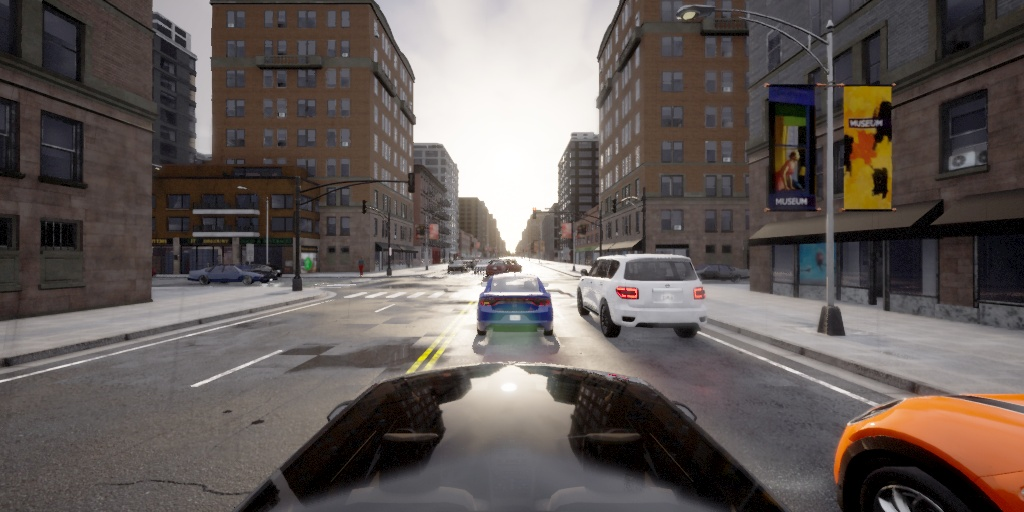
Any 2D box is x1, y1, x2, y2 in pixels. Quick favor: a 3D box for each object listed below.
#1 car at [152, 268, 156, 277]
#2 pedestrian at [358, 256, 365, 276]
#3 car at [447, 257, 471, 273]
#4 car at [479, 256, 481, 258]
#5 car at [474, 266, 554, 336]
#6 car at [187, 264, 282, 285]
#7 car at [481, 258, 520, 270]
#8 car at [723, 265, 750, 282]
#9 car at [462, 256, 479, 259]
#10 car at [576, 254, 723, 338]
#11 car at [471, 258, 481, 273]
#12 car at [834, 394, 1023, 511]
[{"bbox_3d":[-33.135,1.344,30.844,4.207,1.307,1.802,0,0,0],"label":"car"},{"bbox_3d":[-14.129,0.920,33.615,0.375,1.860,0.375,0,0,0],"label":"pedestrian"},{"bbox_3d":[-6.577,1.226,43.408,1.882,1.535,5.008,0,0,0],"label":"car"},{"bbox_3d":[-6.535,0.965,64.208,2.150,2.045,5.566,0,0,0],"label":"car"},{"bbox_3d":[0.085,1.228,10.491,1.882,1.535,5.008,0,0,0],"label":"car"},{"bbox_3d":[-19.638,1.291,25.283,5.357,1.411,2.033,0,0,0],"label":"car"},{"bbox_3d":[-0.644,1.103,33.815,2.097,1.767,4.553,0,0,25],"label":"car"},{"bbox_3d":[15.852,1.337,28.385,5.357,1.411,2.033,0,0,0],"label":"car"},{"bbox_3d":[-6.575,0.968,53.156,2.150,2.045,5.566,0,0,0],"label":"car"},{"bbox_3d":[3.336,0.972,10.351,2.150,2.045,5.566,0,0,0],"label":"car"},{"bbox_3d":[-3.334,1.275,41.356,1.812,1.442,4.674,0,0,0],"label":"car"},{"bbox_3d":[3.344,1.102,0.641,2.097,1.767,4.553,0,0,0],"label":"car"}]
